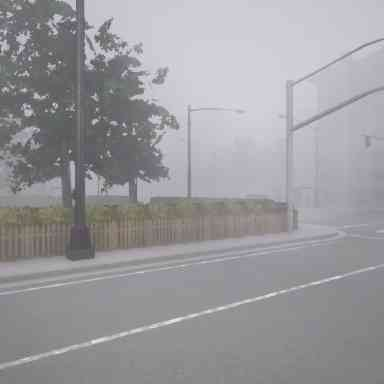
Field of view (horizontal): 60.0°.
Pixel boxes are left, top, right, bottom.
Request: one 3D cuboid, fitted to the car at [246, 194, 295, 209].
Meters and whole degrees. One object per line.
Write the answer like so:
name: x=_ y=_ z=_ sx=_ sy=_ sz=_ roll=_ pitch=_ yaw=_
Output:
car: x=7.508 y=1.221 z=32.971 sx=2.150 sy=2.045 sz=5.566 roll=0 pitch=0 yaw=-35
